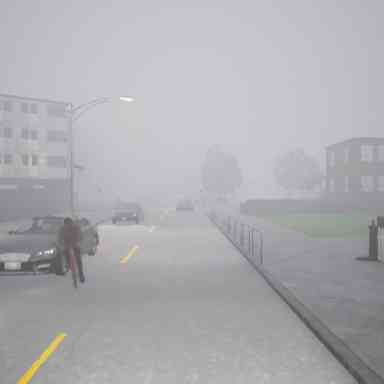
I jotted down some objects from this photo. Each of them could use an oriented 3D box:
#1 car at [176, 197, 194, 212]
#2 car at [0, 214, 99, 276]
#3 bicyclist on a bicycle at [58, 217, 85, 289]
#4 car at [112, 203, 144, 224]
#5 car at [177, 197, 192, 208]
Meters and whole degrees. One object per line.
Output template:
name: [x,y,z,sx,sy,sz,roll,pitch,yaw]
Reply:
car: [-0.774,1.564,38.405,1.994,1.385,4.181,0,0,-1]
car: [-4.316,1.492,10.386,2.128,1.511,4.902,0,0,-1]
bicyclist on a bicycle: [-2.872,1.405,7.948,0.582,1.620,1.656,-7,1,-19]
car: [-4.624,1.526,24.646,1.812,1.442,4.674,0,0,-1]
car: [-1.037,1.491,48.303,2.128,1.511,4.902,0,0,-1]
